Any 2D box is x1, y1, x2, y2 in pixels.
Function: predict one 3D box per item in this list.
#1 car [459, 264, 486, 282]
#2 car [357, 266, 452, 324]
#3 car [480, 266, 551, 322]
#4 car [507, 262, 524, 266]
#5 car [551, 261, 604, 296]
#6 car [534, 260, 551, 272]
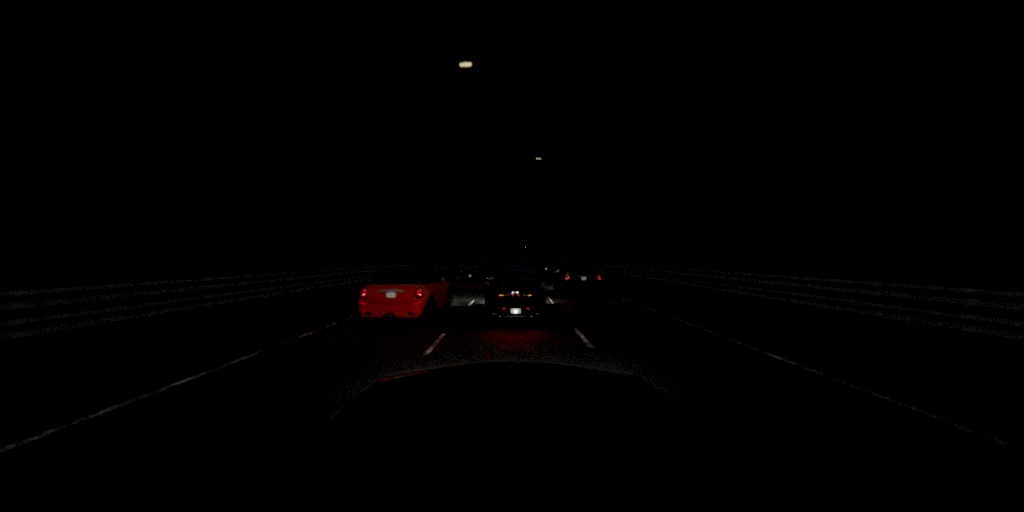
[{"bbox_3d":[-3.199,1.348,30.025,1.812,1.442,4.674,0,0,1],"label":"car"},{"bbox_3d":[-3.391,1.118,12.196,2.097,1.767,4.553,0,0,0],"label":"car"},{"bbox_3d":[0.109,1.271,12.315,1.837,1.490,4.892,0,0,0],"label":"car"},{"bbox_3d":[0.310,1.302,30.481,1.882,1.535,5.008,0,0,1],"label":"car"},{"bbox_3d":[3.550,1.137,19.738,2.097,1.767,4.553,0,0,0],"label":"car"},{"bbox_3d":[4.059,1.456,43.713,1.994,1.385,4.181,0,0,2],"label":"car"}]
